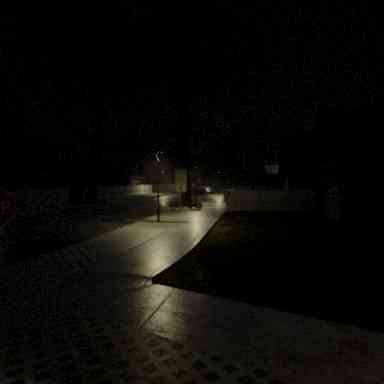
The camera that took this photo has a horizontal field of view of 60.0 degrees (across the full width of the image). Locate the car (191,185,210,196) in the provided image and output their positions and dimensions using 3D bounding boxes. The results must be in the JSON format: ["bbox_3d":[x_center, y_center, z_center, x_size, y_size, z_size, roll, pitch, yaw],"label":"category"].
[{"bbox_3d":[0.954,-0.205,48.797,1.882,1.535,5.008,1,2,10],"label":"car"}]

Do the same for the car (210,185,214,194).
[{"bbox_3d":[2.734,-0.472,58.562,1.812,1.442,4.674,1,2,10],"label":"car"}]
